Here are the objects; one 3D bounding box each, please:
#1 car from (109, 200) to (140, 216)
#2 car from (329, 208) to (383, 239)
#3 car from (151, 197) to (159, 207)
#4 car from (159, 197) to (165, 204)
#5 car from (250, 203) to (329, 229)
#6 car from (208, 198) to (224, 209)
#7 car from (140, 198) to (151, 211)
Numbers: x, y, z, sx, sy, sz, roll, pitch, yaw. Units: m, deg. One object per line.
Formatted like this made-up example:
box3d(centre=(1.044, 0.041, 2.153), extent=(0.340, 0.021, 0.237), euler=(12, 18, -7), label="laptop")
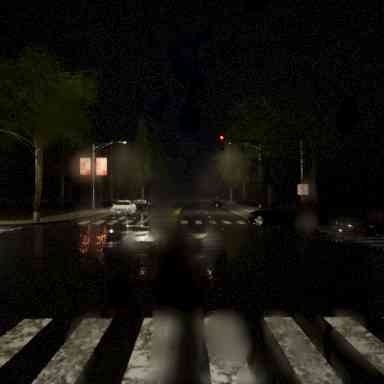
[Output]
box3d(centre=(-6.616, 1.552, 32.404), extent=(1.812, 1.442, 4.674), euler=(0, 0, 0), label="car")
box3d(centre=(10.012, 1.506, 16.504), extent=(5.357, 1.411, 2.033), euler=(0, 0, -1), label="car")
box3d(centre=(-6.628, 1.616, 51.591), extent=(1.812, 1.442, 4.674), euler=(0, 0, 0), label="car")
box3d(centre=(-6.555, 1.716, 66.968), extent=(2.033, 1.411, 5.357), euler=(0, 0, 0), label="car")
box3d(centre=(6.272, 1.470, 21.714), extent=(5.008, 1.535, 1.882), euler=(0, 1, 27), label="car")
box3d(centre=(3.303, 1.593, 46.660), extent=(1.812, 1.442, 4.674), euler=(0, 0, 0), label="car")
box3d(centre=(-6.622, 1.649, 41.415), extent=(1.895, 1.301, 4.718), euler=(0, 0, 0), label="car")
